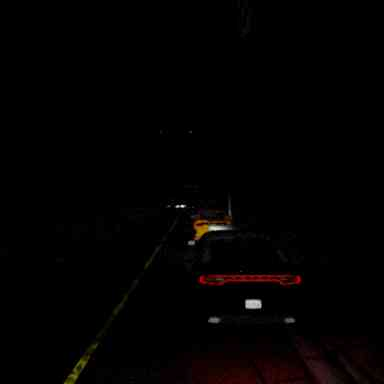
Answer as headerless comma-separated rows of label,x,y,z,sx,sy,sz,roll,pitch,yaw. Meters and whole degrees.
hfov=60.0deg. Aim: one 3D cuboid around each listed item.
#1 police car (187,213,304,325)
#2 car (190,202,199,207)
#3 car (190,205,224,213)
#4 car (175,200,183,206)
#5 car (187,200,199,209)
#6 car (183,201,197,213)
police car,0.932,1.511,7.592,1.930,1.638,5.238,0,-1,0
car,0.984,1.742,23.482,1.882,1.535,5.008,0,-1,0
car,0.964,1.675,17.482,1.882,1.535,5.008,0,-1,0
car,-2.745,2.394,75.558,1.994,1.385,4.181,0,-1,0
car,0.200,2.225,59.007,1.994,1.385,4.181,0,-1,0
car,0.158,2.051,44.424,2.033,1.411,5.357,0,-1,0
